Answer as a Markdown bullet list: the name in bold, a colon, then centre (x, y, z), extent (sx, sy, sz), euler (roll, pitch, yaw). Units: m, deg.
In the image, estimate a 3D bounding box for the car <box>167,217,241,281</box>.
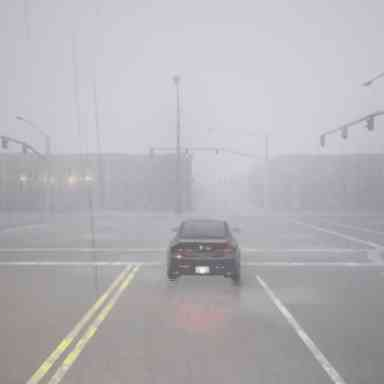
- **car**: centre (0.405, 1.510, 9.930), extent (1.837, 1.490, 4.892), euler (0, 0, 4)
